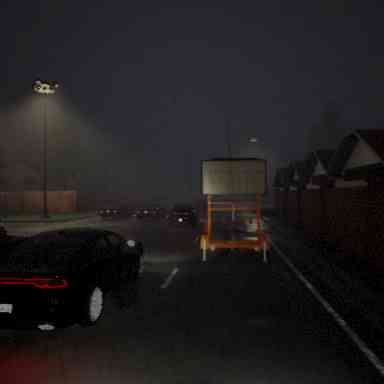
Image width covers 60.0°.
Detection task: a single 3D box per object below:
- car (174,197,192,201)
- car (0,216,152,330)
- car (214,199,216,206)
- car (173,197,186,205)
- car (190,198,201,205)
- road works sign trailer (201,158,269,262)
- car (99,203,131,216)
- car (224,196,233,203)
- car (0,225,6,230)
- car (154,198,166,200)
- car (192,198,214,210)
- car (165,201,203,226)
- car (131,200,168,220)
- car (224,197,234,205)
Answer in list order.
[{"bbox_3d":[-1.121,1.890,51.902,1.895,1.301,4.718,0,0,6],"label":"car"},{"bbox_3d":[-2.423,1.525,7.215,1.882,1.535,5.008,0,0,6],"label":"car"},{"bbox_3d":[3.597,1.884,63.007,2.033,1.411,5.357,0,0,6],"label":"car"},{"bbox_3d":[-2.628,1.875,70.818,1.882,1.535,5.008,0,0,6],"label":"car"},{"bbox_3d":[0.827,1.909,70.167,1.812,1.442,4.674,0,0,6],"label":"car"},{"bbox_3d":[1.562,0.529,12.472,2.380,3.560,2.880,0,0,6],"label":"road works sign trailer"},{"bbox_3d":[-6.901,1.737,30.975,2.033,1.411,5.357,0,0,6],"label":"car"},{"bbox_3d":[8.770,1.800,79.272,2.033,1.411,5.357,0,0,6],"label":"car"},{"bbox_3d":[-5.819,1.567,8.355,1.837,1.490,4.892,0,0,6],"label":"car"},{"bbox_3d":[-4.787,1.644,50.566,2.097,1.767,4.553,0,0,6],"label":"car"},{"bbox_3d":[1.517,1.714,43.725,1.882,1.535,5.008,0,0,6],"label":"car"},{"bbox_3d":[-0.503,1.644,24.995,1.837,1.490,4.892,0,0,6],"label":"car"},{"bbox_3d":[-3.508,1.721,29.787,2.033,1.411,5.357,0,0,6],"label":"car"},{"bbox_3d":[7.653,1.863,68.913,1.837,1.490,4.892,0,0,6],"label":"car"}]
